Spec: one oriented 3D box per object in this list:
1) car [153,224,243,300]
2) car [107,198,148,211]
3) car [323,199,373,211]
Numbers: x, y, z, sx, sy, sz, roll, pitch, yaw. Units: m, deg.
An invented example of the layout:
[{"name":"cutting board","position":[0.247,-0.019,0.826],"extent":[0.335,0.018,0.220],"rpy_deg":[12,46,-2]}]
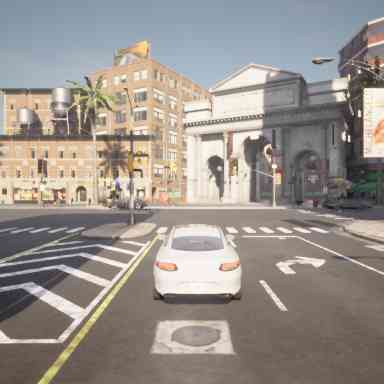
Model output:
[{"name":"car","position":[0.108,1.526,8.276],"extent":[1.812,1.442,4.674],"rpy_deg":[0,0,0]},{"name":"car","position":[-7.802,1.491,40.658],"extent":[4.902,1.511,2.128],"rpy_deg":[0,0,1]},{"name":"car","position":[18.895,1.547,40.396],"extent":[5.357,1.411,2.033],"rpy_deg":[0,0,1]}]
